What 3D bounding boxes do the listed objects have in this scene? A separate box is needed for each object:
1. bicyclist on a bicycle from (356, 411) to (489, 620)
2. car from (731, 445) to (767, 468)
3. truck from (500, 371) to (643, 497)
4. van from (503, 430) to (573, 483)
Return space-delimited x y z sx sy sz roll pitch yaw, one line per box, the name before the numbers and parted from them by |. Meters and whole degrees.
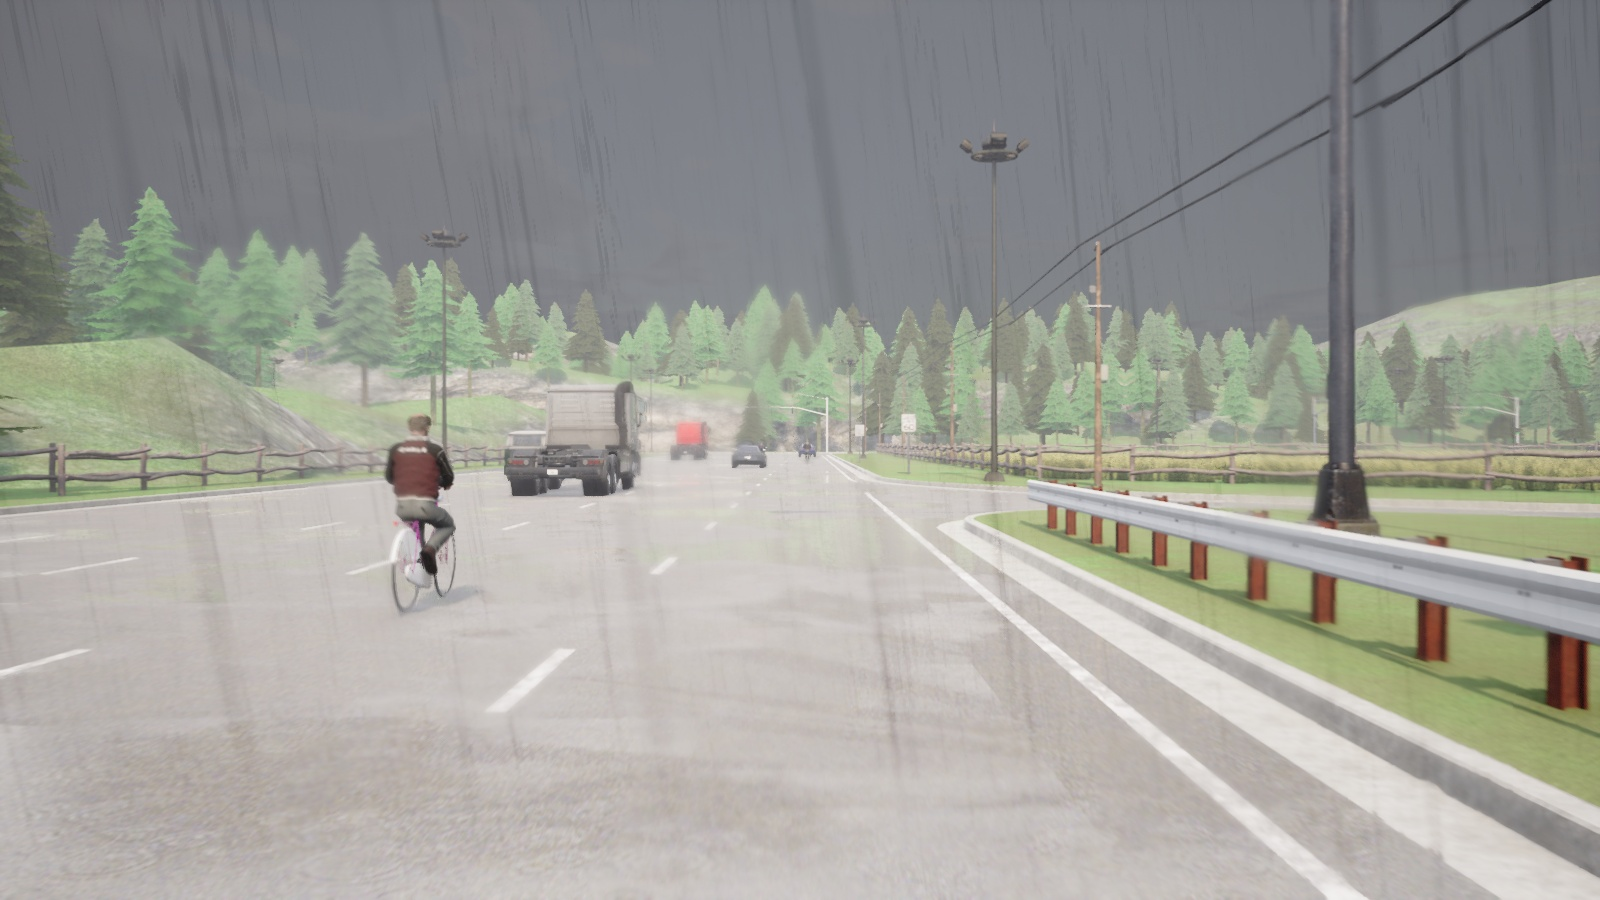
bicyclist on a bicycle | -3.419 0.549 11.551 0.659 1.776 1.843 0 0 0
car | -3.067 0.376 76.650 1.994 1.385 4.181 0 0 1
truck | -6.767 -0.457 38.390 2.891 3.462 7.936 0 0 0
van | -10.207 0.214 49.164 1.775 1.987 4.442 0 0 0
